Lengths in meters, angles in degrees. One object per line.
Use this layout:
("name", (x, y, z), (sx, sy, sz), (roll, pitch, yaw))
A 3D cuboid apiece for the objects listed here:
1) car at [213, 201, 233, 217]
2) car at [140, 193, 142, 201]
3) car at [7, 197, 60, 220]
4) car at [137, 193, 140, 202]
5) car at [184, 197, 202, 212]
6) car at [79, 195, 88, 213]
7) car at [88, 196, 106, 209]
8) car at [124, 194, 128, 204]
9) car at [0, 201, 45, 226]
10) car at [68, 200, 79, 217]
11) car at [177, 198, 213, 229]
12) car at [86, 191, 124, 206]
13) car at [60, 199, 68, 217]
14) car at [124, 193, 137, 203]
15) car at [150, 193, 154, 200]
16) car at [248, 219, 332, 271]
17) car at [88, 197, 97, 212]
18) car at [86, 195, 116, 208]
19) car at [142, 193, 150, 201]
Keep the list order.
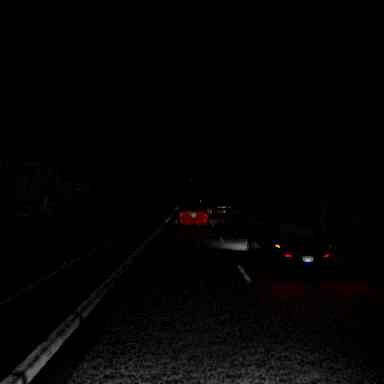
("car", (3.099, 1.666, 34.175), (2.128, 1.511, 4.902), (0, 0, 0))
("car", (-13.838, 1.390, 71.677), (4.553, 1.767, 2.185), (-1, 0, -20))
("car", (-13.859, 1.424, 26.651), (5.566, 2.045, 2.435), (-1, 0, -20))
("car", (-13.777, 1.390, 68.691), (4.553, 1.767, 2.185), (-1, 0, -20))
("car", (0.098, 1.491, 41.253), (2.097, 1.767, 4.553), (0, 0, 0))
("car", (-13.858, 1.533, 35.664), (4.553, 1.767, 2.185), (-1, 0, -20))
("car", (-13.815, 1.628, 41.675), (5.008, 1.535, 2.097), (-1, 1, -20))
("car", (-13.641, 1.551, 53.747), (5.366, 1.575, 1.946), (-1, 0, -20))
("car", (-13.660, 1.665, 23.724), (5.366, 1.575, 1.946), (-1, 0, -20))
("car", (-13.830, 1.712, 32.675), (4.674, 1.452, 2.002), (-1, 0, -20))
("car", (0.100, 1.529, 23.280), (2.097, 1.767, 4.553), (0, 0, 0))
("car", (-13.796, 1.322, 50.694), (5.566, 2.045, 2.435), (-1, 0, -20))
("car", (-13.855, 1.703, 29.651), (4.792, 1.488, 2.163), (-1, 0, -20))
("car", (-13.837, 1.274, 62.664), (5.566, 2.045, 2.435), (-1, 0, -20))
("car", (-13.727, 1.293, 92.725), (5.566, 2.045, 2.435), (-1, 0, -20))
("car", (3.099, 1.634, 11.186), (1.812, 1.442, 4.674), (0, 0, 0))
("car", (-13.826, 1.685, 38.675), (4.674, 1.452, 2.002), (-1, 0, -20))
("car", (-13.792, 1.619, 47.692), (4.792, 1.488, 2.163), (-1, 0, -20))
("car", (-13.827, 1.273, 80.675), (5.566, 2.045, 2.435), (-1, 0, -20))
